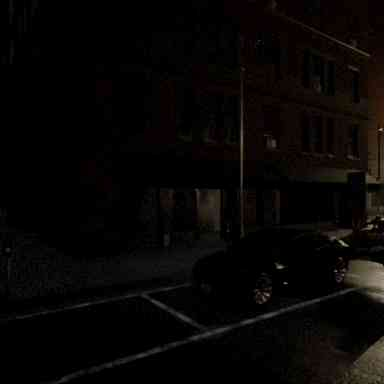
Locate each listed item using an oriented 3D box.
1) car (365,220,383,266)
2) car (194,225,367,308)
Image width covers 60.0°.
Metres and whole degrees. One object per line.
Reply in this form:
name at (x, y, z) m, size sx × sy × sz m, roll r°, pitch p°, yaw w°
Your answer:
car at (6.545, 1.613, 11.182) m, size 4.206 × 1.307 × 1.802 m, roll 0°, pitch 0°, yaw -35°
car at (2.061, 1.582, 7.993) m, size 4.313 × 1.339 × 1.947 m, roll 0°, pitch 0°, yaw -35°
